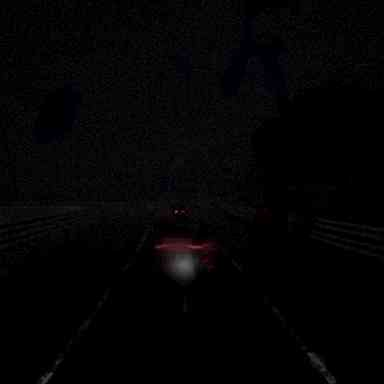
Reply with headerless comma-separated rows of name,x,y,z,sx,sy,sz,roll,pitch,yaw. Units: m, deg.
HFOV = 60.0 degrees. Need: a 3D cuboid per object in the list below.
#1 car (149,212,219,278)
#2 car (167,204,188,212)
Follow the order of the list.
car,-0.291,1.598,10.541,2.128,1.511,4.902,0,-1,-3
car,-1.444,1.856,32.409,2.033,1.411,5.357,0,0,-1
